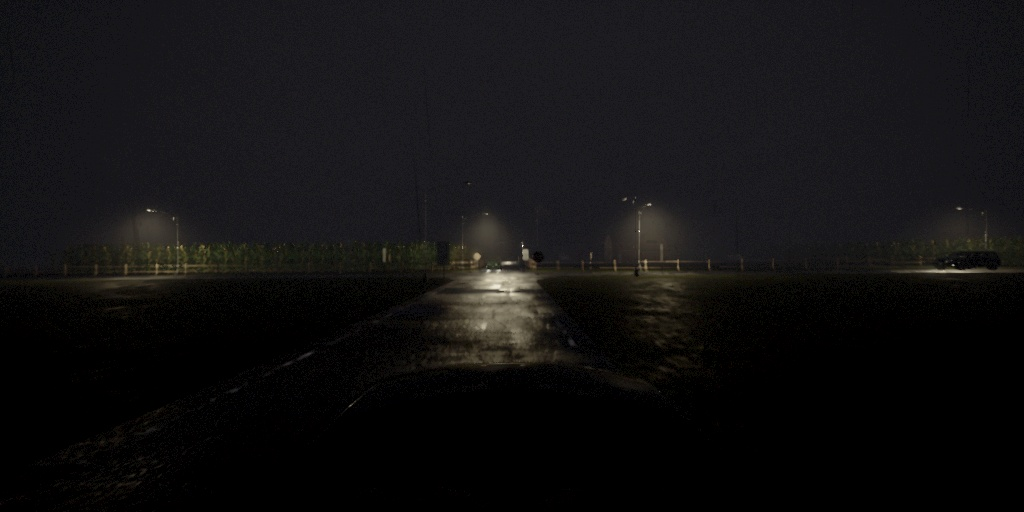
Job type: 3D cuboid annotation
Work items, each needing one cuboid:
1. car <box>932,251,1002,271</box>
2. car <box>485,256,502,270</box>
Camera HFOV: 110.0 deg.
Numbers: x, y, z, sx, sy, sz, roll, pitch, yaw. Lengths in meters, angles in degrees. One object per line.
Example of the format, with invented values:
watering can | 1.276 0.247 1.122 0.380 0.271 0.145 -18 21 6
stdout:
car | 49.232 0.505 38.842 5.566 2.045 2.150 -1 0 1
car | -2.749 1.060 54.224 2.150 2.045 5.566 0 2 0
